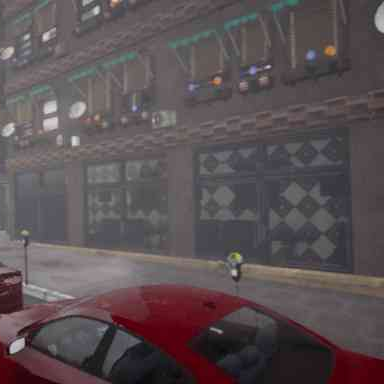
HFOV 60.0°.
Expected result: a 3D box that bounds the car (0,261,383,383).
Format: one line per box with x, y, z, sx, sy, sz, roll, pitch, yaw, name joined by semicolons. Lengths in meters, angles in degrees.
-0.472;1.568;3.081;4.507;1.381;1.887;-1;-2;36;car
